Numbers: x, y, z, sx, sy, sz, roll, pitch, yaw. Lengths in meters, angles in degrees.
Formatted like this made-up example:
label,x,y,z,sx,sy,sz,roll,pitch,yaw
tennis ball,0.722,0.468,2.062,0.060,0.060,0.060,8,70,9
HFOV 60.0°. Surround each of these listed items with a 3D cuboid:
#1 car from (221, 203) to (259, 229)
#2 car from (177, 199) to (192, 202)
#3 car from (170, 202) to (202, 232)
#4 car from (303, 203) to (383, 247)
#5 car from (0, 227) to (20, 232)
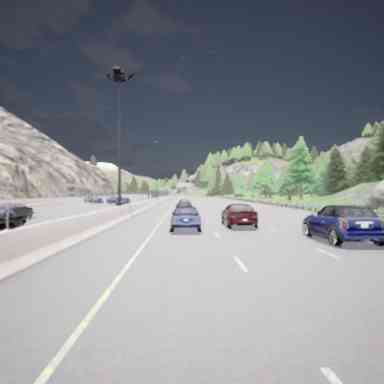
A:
label,x,y,z,sx,sy,sz,roll,pitch,yaw
car,3.070,1.498,22.131,1.882,1.535,5.008,0,0,-1
car,-0.970,1.619,42.738,1.994,1.385,4.181,0,0,-2
car,-0.387,1.574,20.555,2.033,1.411,5.357,0,0,-2
car,6.744,1.356,15.203,2.097,1.767,4.553,0,0,-1
car,-11.031,1.649,18.264,1.895,1.301,4.718,0,0,-1
